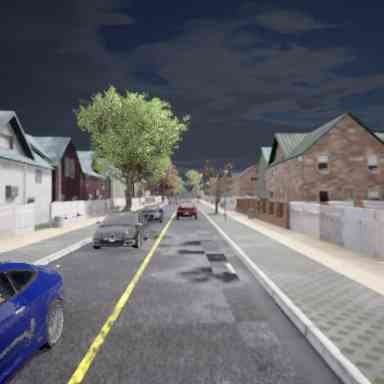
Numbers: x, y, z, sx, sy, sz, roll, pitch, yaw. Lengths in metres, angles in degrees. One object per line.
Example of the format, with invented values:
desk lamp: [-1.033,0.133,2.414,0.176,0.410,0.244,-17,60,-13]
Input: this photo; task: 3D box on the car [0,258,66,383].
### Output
car: [-2.885,1.570,3.625,1.812,1.442,4.674,0,-1,-1]

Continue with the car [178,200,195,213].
car: [-0.712,1.838,42.469,2.033,1.411,5.357,0,0,-1]

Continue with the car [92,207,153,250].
car: [-3.078,1.625,15.090,1.837,1.490,4.892,0,-1,-1]

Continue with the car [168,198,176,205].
car: [-3.958,2.052,69.817,1.994,1.385,4.181,0,0,-1]

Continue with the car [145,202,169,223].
car: [-3.266,1.766,27.133,1.994,1.385,4.181,0,0,-1]

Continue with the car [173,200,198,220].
car: [-0.469,1.687,31.076,1.882,1.535,5.008,0,0,-1]
